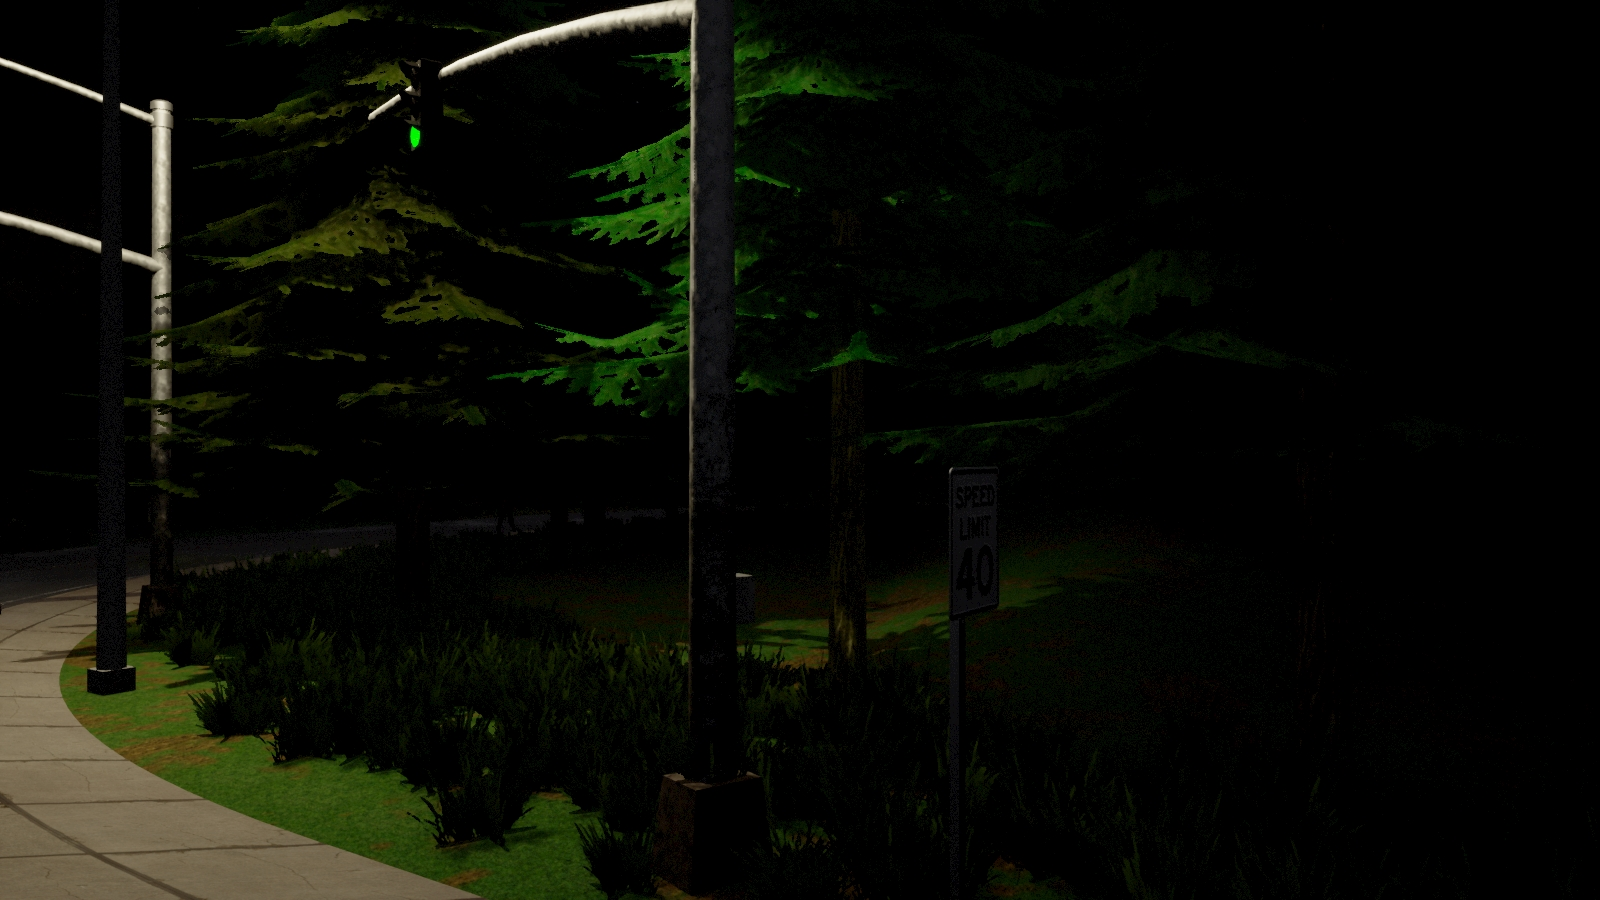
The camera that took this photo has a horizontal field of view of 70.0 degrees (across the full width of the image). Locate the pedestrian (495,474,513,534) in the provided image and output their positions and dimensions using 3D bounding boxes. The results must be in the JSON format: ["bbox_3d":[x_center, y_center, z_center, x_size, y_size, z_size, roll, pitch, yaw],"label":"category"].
[{"bbox_3d":[-9.220,1.670,35.589,0.375,1.860,0.375,0,0,27],"label":"pedestrian"}]
